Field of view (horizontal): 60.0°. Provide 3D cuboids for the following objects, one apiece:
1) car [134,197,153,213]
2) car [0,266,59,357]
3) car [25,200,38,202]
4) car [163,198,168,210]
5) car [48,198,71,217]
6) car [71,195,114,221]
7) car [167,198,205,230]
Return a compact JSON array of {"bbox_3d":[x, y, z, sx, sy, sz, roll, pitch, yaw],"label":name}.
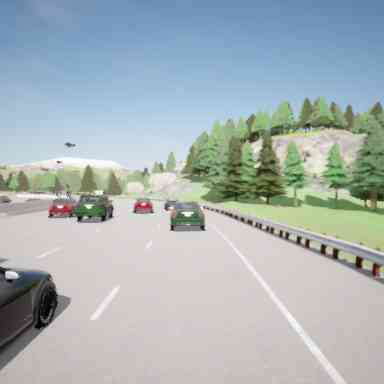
[{"bbox_3d":[-5.456,1.350,37.478,2.097,1.767,4.553,0,0,-7],"label":"car"},{"bbox_3d":[-3.398,1.563,4.325,1.994,1.385,4.181,0,0,0],"label":"car"},{"bbox_3d":[-27.201,1.596,57.204,1.895,1.301,4.718,0,0,-14],"label":"car"},{"bbox_3d":[-2.568,1.489,41.966,2.128,1.511,4.902,0,0,-9],"label":"car"},{"bbox_3d":[-11.710,1.350,31.079,2.097,1.767,4.553,0,0,-6],"label":"car"},{"bbox_3d":[-7.763,1.220,26.944,2.150,2.045,5.566,0,0,-5],"label":"car"},{"bbox_3d":[-0.359,1.351,21.365,2.097,1.767,4.553,0,0,-3],"label":"car"}]
